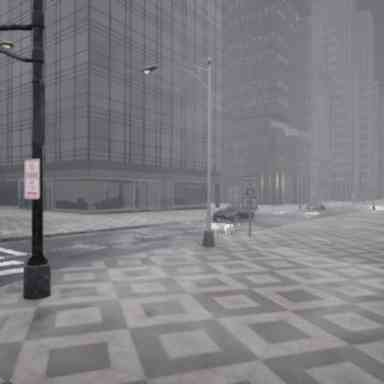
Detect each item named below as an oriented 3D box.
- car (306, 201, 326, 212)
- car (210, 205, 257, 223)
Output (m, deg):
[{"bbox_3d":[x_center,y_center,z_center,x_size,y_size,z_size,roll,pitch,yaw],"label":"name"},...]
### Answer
[{"bbox_3d":[17.735,2.019,47.523,2.128,1.511,4.902,0,-1,36],"label":"car"},{"bbox_3d":[3.580,1.757,27.679,2.033,1.411,5.357,0,-1,35],"label":"car"}]
